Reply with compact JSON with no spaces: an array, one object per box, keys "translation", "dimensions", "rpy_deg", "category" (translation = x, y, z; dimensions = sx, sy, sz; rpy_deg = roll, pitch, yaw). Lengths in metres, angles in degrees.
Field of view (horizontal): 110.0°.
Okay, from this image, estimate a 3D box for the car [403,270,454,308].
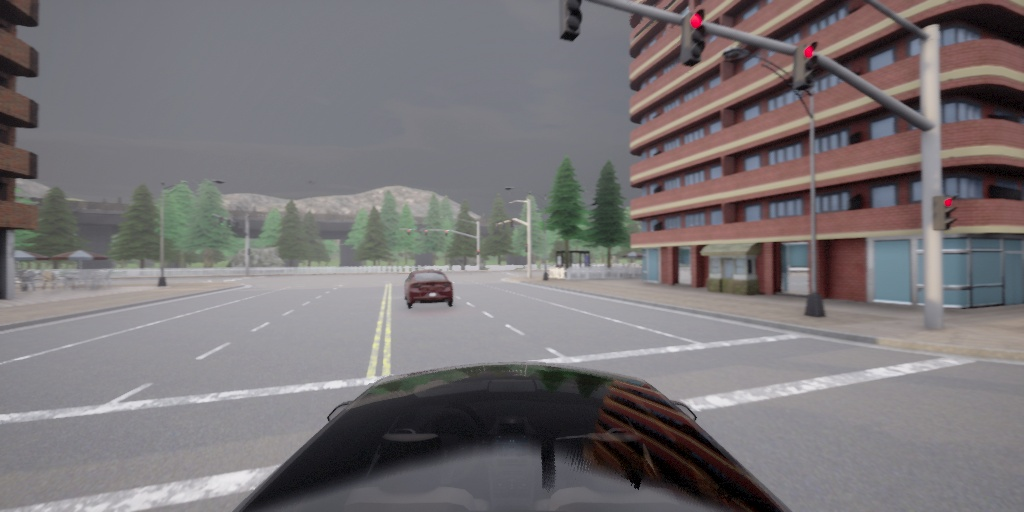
[{"translation":[-3.910,1.387,16.476],"dimensions":[1.882,1.535,5.008],"rpy_deg":[0,0,-18],"category":"car"}]
